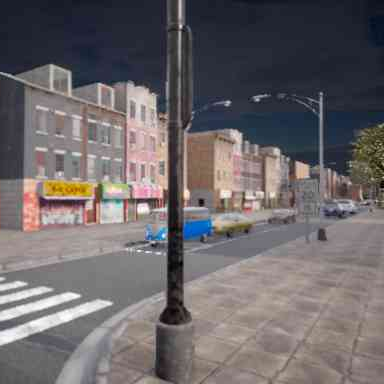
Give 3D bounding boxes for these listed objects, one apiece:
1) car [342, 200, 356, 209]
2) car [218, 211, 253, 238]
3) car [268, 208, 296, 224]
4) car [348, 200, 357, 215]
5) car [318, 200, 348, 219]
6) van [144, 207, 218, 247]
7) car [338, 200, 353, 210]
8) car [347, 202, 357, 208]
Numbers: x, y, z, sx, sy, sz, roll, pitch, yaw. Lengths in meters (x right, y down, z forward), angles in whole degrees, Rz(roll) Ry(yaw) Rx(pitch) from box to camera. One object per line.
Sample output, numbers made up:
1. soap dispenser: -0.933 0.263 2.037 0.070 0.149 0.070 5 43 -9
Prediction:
1. car: 34.647 2.690 73.293 2.192 1.841 5.009 0 -1 32
2. car: 2.272 1.900 20.542 1.752 1.417 4.829 0 -1 32
3. car: 8.231 2.139 30.250 1.802 1.307 4.206 0 -1 32
4. car: 21.931 2.114 47.523 2.150 2.045 5.566 0 -1 32
5. car: 16.324 2.068 38.308 2.097 1.767 4.553 0 -1 31
6. van: -0.574 1.629 15.908 1.690 1.788 3.998 0 -1 32
7. car: 31.712 2.598 68.511 2.192 1.841 5.009 0 -1 32
8. car: 37.582 3.050 78.071 1.802 1.307 4.206 0 -1 32
